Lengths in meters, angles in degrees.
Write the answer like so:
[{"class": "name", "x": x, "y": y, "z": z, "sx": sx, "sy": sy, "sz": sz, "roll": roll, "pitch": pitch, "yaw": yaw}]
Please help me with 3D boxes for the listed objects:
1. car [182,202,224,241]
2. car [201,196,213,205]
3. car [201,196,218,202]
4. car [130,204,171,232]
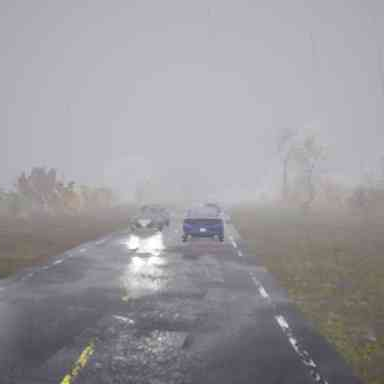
[{"class": "car", "x": 0.591, "y": 1.490, "z": 16.888, "sx": 1.882, "sy": 1.535, "sz": 5.008, "roll": 0, "pitch": 0, "yaw": 3}, {"class": "car", "x": 2.959, "y": 1.589, "z": 64.420, "sx": 1.837, "sy": 1.490, "sz": 4.892, "roll": 0, "pitch": 0, "yaw": 10}, {"class": "car", "x": 2.260, "y": 1.550, "z": 37.801, "sx": 1.812, "sy": 1.442, "sz": 4.674, "roll": 0, "pitch": 0, "yaw": 6}, {"class": "car", "x": -2.419, "y": 1.502, "z": 20.294, "sx": 2.128, "sy": 1.511, "sz": 4.902, "roll": 0, "pitch": 0, "yaw": 4}]
